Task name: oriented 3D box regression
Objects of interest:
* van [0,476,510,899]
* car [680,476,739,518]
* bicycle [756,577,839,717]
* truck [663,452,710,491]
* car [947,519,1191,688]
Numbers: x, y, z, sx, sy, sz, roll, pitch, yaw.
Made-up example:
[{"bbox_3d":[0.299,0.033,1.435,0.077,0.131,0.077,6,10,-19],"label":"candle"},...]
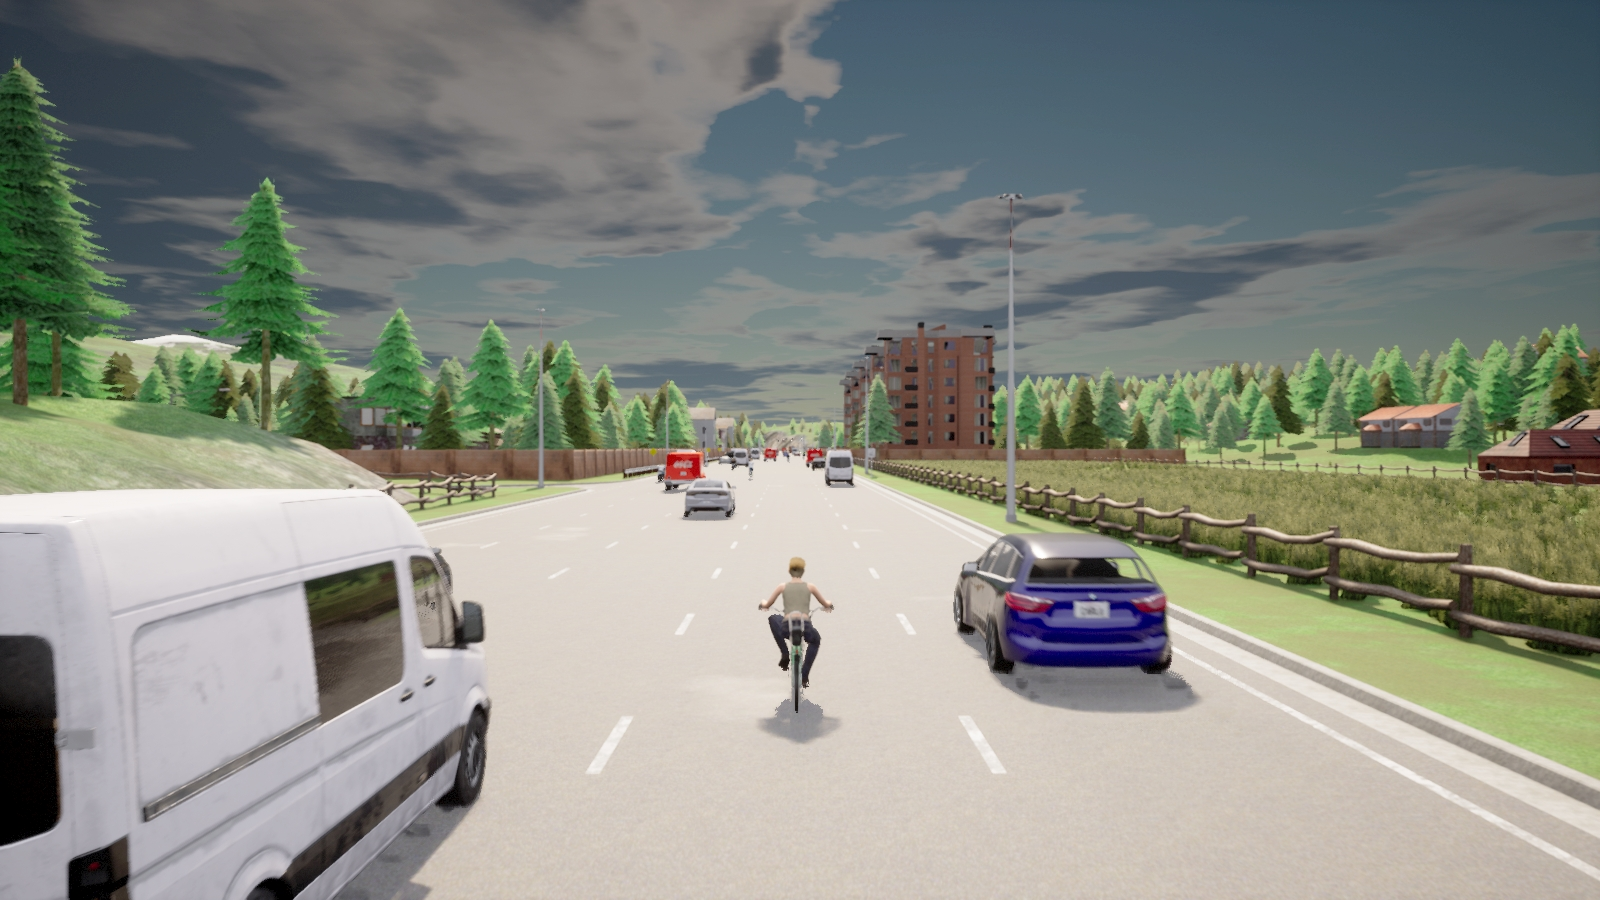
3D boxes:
[{"bbox_3d":[-3.526,1.514,7.068,1.988,2.561,5.915,0,0,0],"label":"van"},{"bbox_3d":[-3.722,1.920,47.742,2.097,1.535,5.006,0,0,0],"label":"car"},{"bbox_3d":[-0.037,2.125,12.567,0.859,1.276,1.487,0,0,-1],"label":"bicycle"},{"bbox_3d":[-7.481,1.391,75.571,2.627,2.467,5.204,0,0,-1],"label":"truck"},{"bbox_3d":[3.443,1.929,15.660,2.242,1.667,4.611,0,0,0],"label":"car"}]
